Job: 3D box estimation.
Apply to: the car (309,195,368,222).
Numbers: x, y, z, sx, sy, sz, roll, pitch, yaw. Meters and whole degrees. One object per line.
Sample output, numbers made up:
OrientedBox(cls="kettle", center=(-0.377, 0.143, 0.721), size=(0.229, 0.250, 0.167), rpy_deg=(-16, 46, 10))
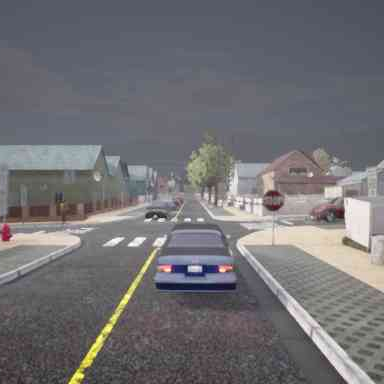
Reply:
OrientedBox(cls="car", center=(10.326, 1.061, 22.487), size=(4.553, 1.767, 2.097), rpy_deg=(-2, -1, -1))

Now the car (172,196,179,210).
OrientedBox(cls="car", center=(-2.887, 1.518, 40.006), size=(1.812, 1.442, 4.674), rpy_deg=(0, 0, 0))

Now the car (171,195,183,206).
OrientedBox(cls="car", center=(-2.921, 1.587, 52.115), size=(1.895, 1.301, 4.718), rpy_deg=(0, 0, 0))

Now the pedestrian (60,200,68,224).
OrientedBox(cls="pedestrian", center=(-9.738, 1.456, 25.242), size=(0.375, 1.860, 0.375), rpy_deg=(0, 0, 0))

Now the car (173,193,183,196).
OrientedBox(cls="car", center=(-2.892, 1.202, 66.473), size=(2.150, 2.045, 5.566), rpy_deg=(0, 0, 0))

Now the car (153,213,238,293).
OrientedBox(cls="car", center=(0.118, 1.548, 8.992), size=(2.033, 1.411, 5.357), rpy_deg=(0, 0, 1))

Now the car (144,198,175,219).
OrientedBox(cls="car", center=(-2.900, 1.543, 28.852), size=(2.033, 1.411, 5.357), rpy_deg=(0, 0, 0))
